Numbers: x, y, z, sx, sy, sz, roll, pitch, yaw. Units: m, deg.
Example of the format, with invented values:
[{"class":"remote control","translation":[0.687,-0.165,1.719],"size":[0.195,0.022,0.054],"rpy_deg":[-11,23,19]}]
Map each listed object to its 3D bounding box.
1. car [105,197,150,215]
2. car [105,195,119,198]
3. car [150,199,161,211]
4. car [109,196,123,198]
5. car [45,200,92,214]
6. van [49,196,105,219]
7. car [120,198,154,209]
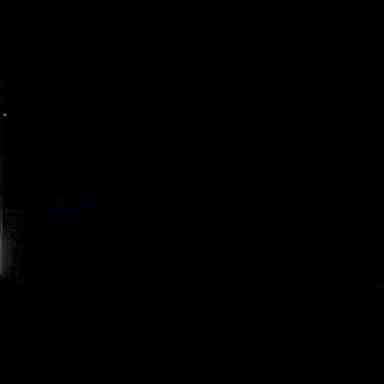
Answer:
[{"class":"car","translation":[-6.469,1.460,31.997],"size":[1.947,1.339,4.313],"rpy_deg":[-1,-1,35]},{"class":"car","translation":[-10.506,1.358,41.053],"size":[2.192,1.841,5.009],"rpy_deg":[-1,0,35]},{"class":"car","translation":[-3.341,1.424,36.416],"size":[1.887,1.381,4.507],"rpy_deg":[-1,-1,35]},{"class":"car","translation":[-6.486,1.458,36.757],"size":[1.812,1.442,4.674],"rpy_deg":[-1,-1,35]},{"class":"car","translation":[-13.559,1.602,36.734],"size":[1.887,1.381,4.507],"rpy_deg":[-1,0,35]},{"class":"van","translation":[-9.599,1.251,27.581],"size":[1.690,1.788,3.998],"rpy_deg":[-1,0,35]},{"class":"car","translation":[-7.447,1.580,45.368],"size":[2.008,1.369,4.403],"rpy_deg":[-1,-1,35]}]
